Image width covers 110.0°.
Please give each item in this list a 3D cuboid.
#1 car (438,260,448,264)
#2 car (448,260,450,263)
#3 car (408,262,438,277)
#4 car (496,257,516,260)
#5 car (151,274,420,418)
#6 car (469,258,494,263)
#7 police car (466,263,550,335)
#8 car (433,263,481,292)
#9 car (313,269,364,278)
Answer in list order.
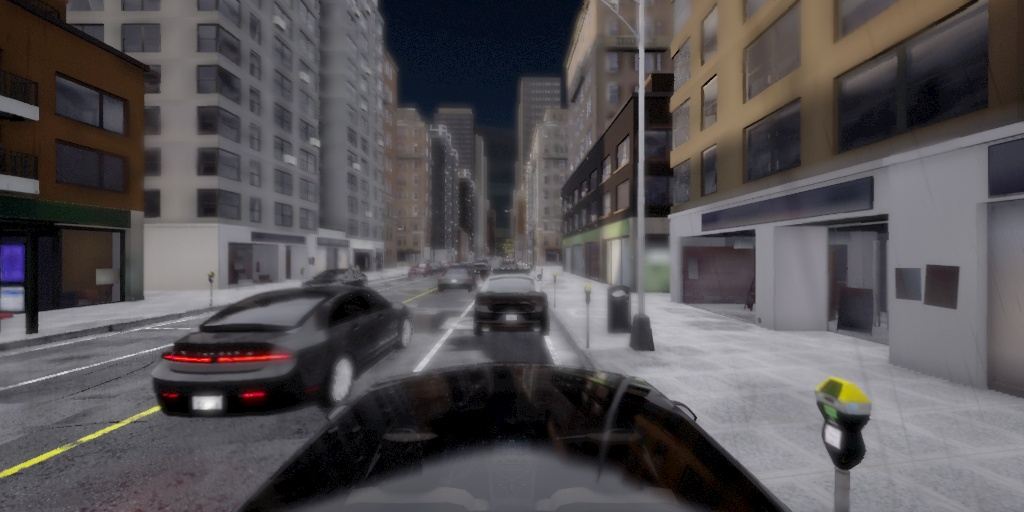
[{"bbox_3d":[-8.814,1.317,40.303,1.948,1.339,4.313,0,0,0],"label":"car"},{"bbox_3d":[-8.814,1.191,45.828,1.967,1.591,4.097,0,0,0],"label":"car"},{"bbox_3d":[-8.814,1.333,34.778,1.802,1.307,4.207,0,0,0],"label":"car"},{"bbox_3d":[-0.288,1.066,40.309,2.192,1.841,5.009,0,0,0],"label":"car"},{"bbox_3d":[-3.145,1.256,6.128,1.837,1.490,4.892,0,0,0],"label":"car"},{"bbox_3d":[-3.099,1.257,36.243,1.837,1.490,4.892,0,0,1],"label":"car"},{"bbox_3d":[-0.012,1.175,10.610,1.930,1.638,5.238,0,0,0],"label":"police car"},{"bbox_3d":[-3.098,1.315,21.366,1.994,1.385,4.181,0,0,1],"label":"car"},{"bbox_3d":[-8.813,1.316,18.202,1.948,1.339,4.313,0,0,0],"label":"car"}]
